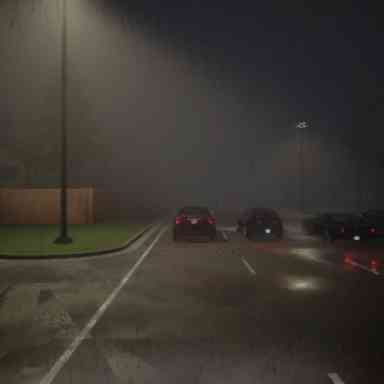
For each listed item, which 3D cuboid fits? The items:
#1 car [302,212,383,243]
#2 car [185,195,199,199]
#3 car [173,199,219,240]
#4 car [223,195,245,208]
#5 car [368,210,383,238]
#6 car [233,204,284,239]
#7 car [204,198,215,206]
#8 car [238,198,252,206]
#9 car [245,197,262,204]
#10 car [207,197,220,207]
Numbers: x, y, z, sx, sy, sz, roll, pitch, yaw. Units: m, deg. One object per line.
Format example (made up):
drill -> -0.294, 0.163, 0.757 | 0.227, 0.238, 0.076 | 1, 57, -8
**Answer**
car -> 7.104, 1.698, 16.554 | 1.895, 1.301, 4.718 | 0, 0, 0
car -> 0.011, 1.550, 56.281 | 2.150, 2.045, 5.566 | 0, 0, 0
car -> 0.104, 1.457, 17.847 | 2.097, 1.767, 4.553 | 0, 0, 0
car -> 7.011, 1.550, 56.279 | 2.150, 2.045, 5.566 | 0, 0, 0
car -> 10.604, 1.673, 18.606 | 1.994, 1.385, 4.181 | 0, 0, 0
car -> 3.605, 1.612, 18.196 | 1.837, 1.490, 4.892 | 0, 0, 0
car -> 3.513, 1.960, 66.667 | 1.994, 1.385, 4.181 | 0, 0, 0
car -> 10.513, 1.942, 66.666 | 2.033, 1.411, 5.357 | 0, 0, 0
car -> 10.511, 1.683, 56.635 | 2.097, 1.767, 4.553 | 0, 0, 0
car -> 3.511, 1.683, 56.600 | 2.097, 1.767, 4.553 | 0, 0, 0
